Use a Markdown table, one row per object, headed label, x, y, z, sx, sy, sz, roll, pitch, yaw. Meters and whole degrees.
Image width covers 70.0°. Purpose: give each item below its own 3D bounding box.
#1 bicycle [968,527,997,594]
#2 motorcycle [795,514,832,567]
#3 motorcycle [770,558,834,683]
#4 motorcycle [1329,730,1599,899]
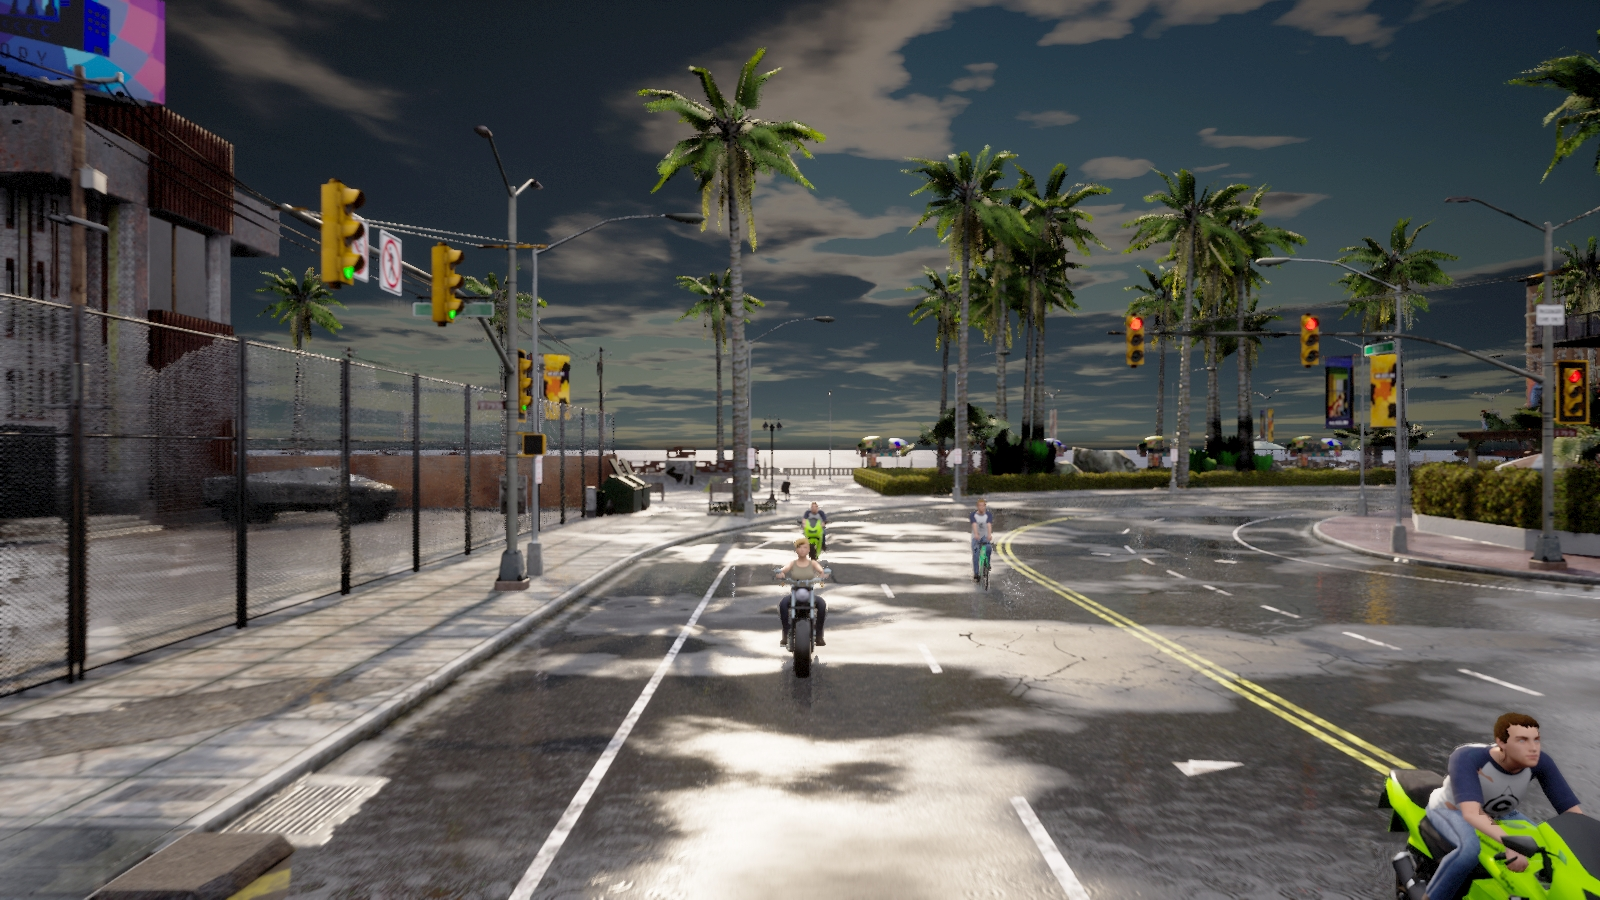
| label | x | y | z | sx | sy | sz | roll | pitch | yaw |
| --- | --- | --- | --- | --- | --- | --- | --- | --- | --- |
| bicycle | 3.682 | 2.206 | 23.098 | 0.373 | 1.196 | 1.643 | 0 | 0 | 2 |
| motorcycle | 0.356 | 2.213 | 28.243 | 0.803 | 1.145 | 2.033 | 0 | 0 | 4 |
| motorcycle | 0.030 | 2.170 | 14.966 | 0.764 | 1.277 | 2.356 | 0 | 0 | 0 |
| motorcycle | 3.499 | 2.213 | 5.673 | 0.803 | 1.145 | 2.033 | 0 | 0 | 0 |
